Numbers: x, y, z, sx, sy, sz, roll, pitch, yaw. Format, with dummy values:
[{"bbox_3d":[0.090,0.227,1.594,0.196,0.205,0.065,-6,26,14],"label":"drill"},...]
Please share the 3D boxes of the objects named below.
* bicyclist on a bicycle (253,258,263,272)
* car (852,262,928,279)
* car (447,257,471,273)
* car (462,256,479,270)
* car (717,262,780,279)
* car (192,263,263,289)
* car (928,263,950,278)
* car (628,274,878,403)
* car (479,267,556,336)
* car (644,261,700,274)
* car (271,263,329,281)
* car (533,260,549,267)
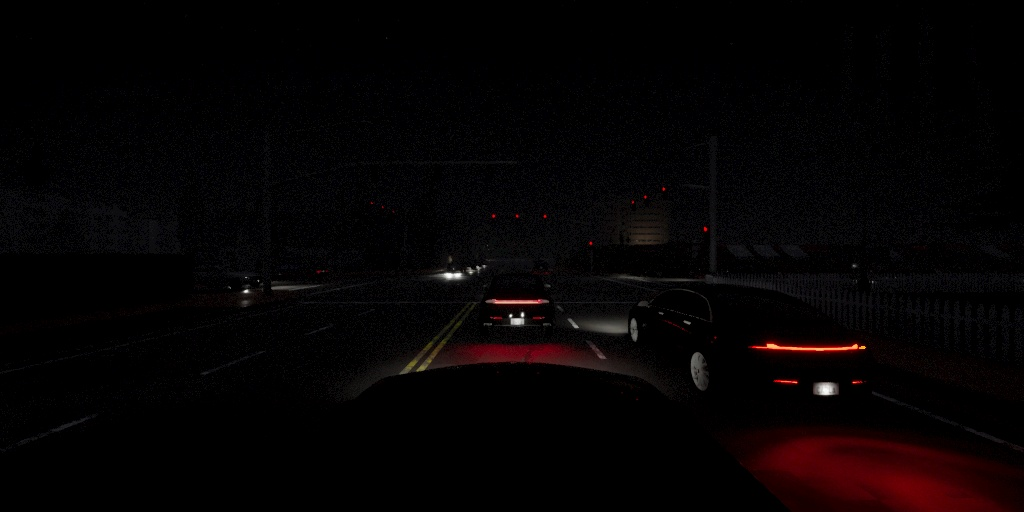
[{"bbox_3d":[-26.143,1.051,36.925,0.582,1.620,1.656,0,0,-3],"label":"bicyclist on a bicycle"},{"bbox_3d":[31.584,1.276,30.281,4.674,1.442,1.812,0,0,-1],"label":"car"},{"bbox_3d":[-6.802,1.241,44.462,2.128,1.511,4.902,0,0,1],"label":"car"},{"bbox_3d":[-6.728,0.971,54.583,2.150,2.045,5.566,0,0,1],"label":"car"},{"bbox_3d":[19.641,1.241,30.076,4.902,1.511,2.128,0,0,-1],"label":"car"},{"bbox_3d":[-18.143,1.276,22.329,4.674,1.442,1.812,0,0,0],"label":"car"},{"bbox_3d":[37.915,1.297,33.901,5.357,1.411,2.033,0,0,-1],"label":"car"},{"bbox_3d":[3.591,1.255,6.484,1.837,1.490,4.892,0,0,1],"label":"car"},{"bbox_3d":[0.138,1.242,10.391,2.128,1.511,4.902,0,0,0],"label":"car"},{"bbox_3d":[14.943,1.251,33.556,4.892,1.490,1.837,-1,0,1],"label":"car"},{"bbox_3d":[-18.061,1.297,29.494,5.357,1.411,2.033,0,0,-3],"label":"car"},{"bbox_3d":[3.836,1.276,48.951,1.812,1.442,4.674,0,0,1],"label":"car"}]
